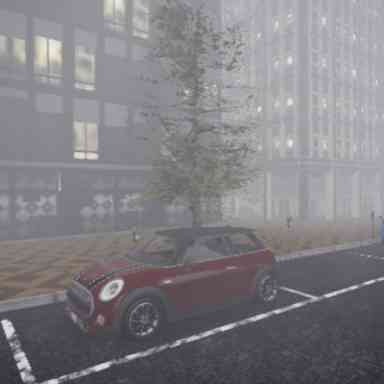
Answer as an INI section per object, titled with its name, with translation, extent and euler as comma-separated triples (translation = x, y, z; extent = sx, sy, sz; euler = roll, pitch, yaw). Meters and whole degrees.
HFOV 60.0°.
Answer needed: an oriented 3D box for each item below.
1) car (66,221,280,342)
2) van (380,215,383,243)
[car]
translation = -0.234, 1.437, 6.404
extent = 4.097, 1.590, 1.967
euler = 0, -1, -35
[van]
translation = 8.950, 1.330, 12.957
extent = 3.998, 1.788, 1.690
euler = 0, -1, -35
